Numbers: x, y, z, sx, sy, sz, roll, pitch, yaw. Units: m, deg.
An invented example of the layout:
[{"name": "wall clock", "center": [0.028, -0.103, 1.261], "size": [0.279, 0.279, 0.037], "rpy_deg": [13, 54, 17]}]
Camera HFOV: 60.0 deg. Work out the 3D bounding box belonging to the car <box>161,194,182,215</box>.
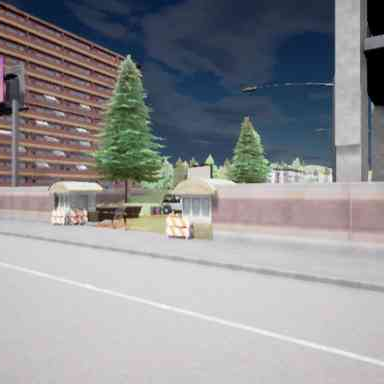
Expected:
[{"name": "car", "center": [-0.888, 1.117, 29.176], "size": [3.866, 1.878, 1.905], "rpy_deg": [0, 0, 35]}]
